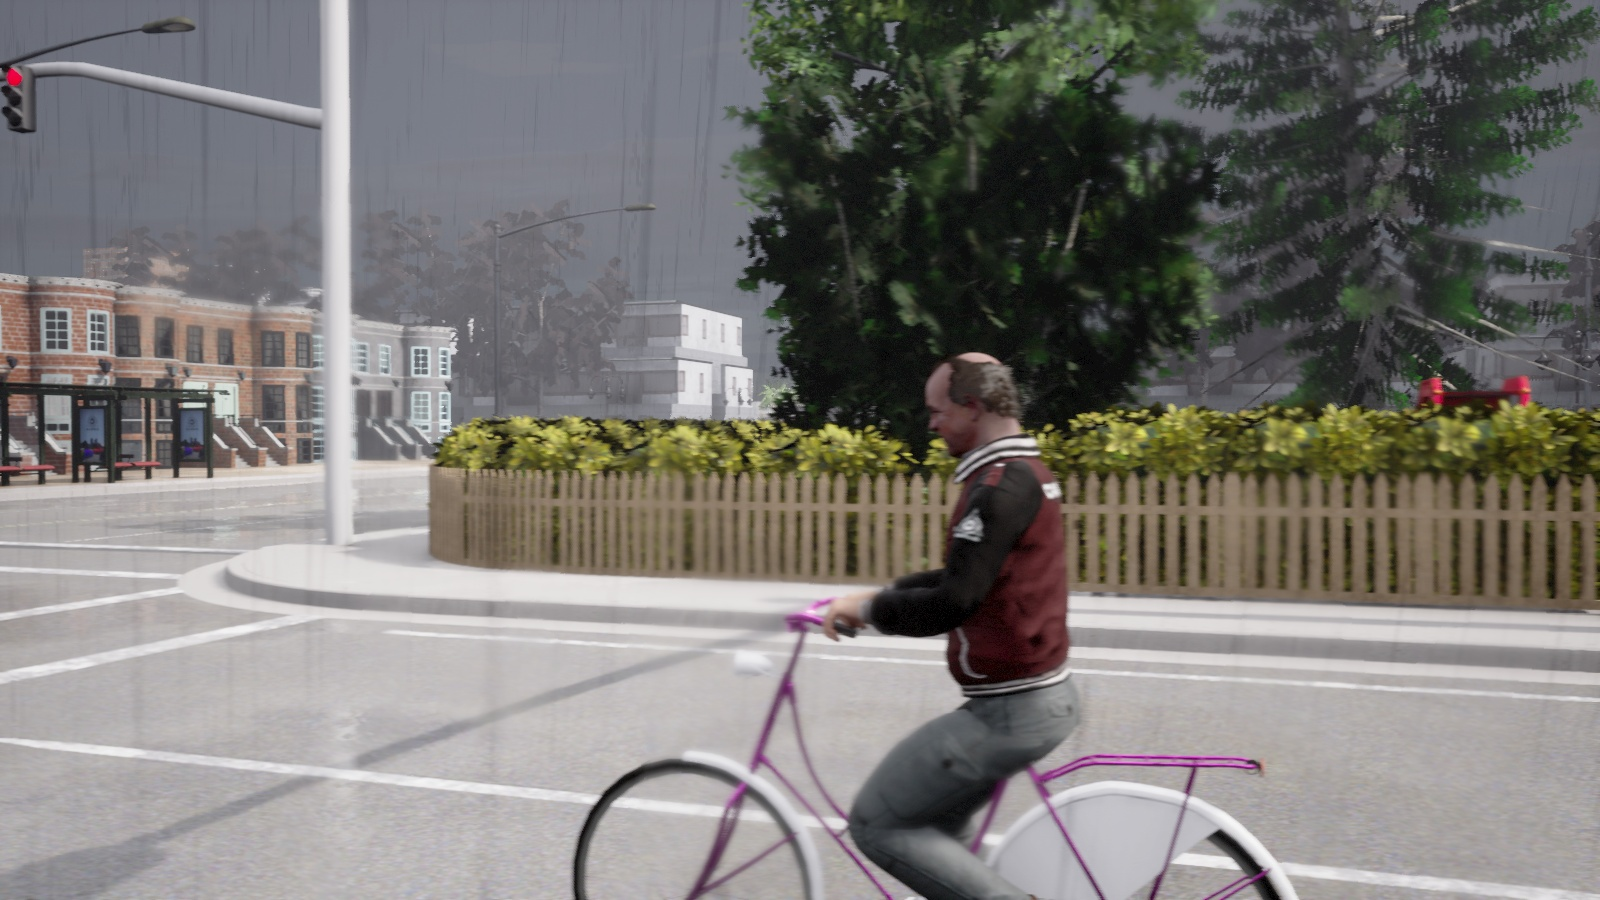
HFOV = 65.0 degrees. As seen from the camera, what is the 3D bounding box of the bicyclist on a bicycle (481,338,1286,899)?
[{"bbox_3d":[0.192,0.648,3.125,1.843,1.776,0.659,1,1,18],"label":"bicyclist on a bicycle"}]
